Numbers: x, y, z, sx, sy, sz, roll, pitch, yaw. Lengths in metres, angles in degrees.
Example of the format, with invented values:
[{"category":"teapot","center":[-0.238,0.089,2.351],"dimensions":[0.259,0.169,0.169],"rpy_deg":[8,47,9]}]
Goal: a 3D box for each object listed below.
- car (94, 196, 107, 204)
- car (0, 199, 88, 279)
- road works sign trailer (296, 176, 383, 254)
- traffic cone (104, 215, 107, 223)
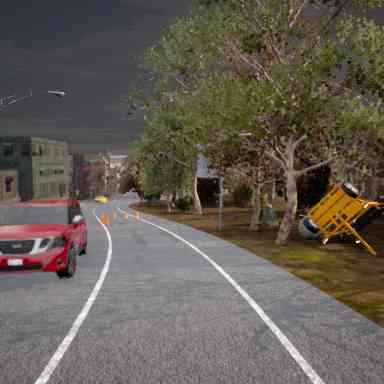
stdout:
[{"category":"car","center":[-18.522,1.613,67.257],"dimensions":[1.882,1.535,5.008],"rpy_deg":[0,0,-4]},{"category":"car","center":[-4.565,1.270,10.303],"dimensions":[2.150,2.045,5.566],"rpy_deg":[-1,0,-11]},{"category":"road works sign trailer","center":[6.680,1.194,13.368],"dimensions":[3.560,2.380,2.880],"rpy_deg":[0,46,-45]},{"category":"traffic cone","center":[-5.899,2.040,23.193],"dimensions":[0.340,0.580,0.340],"rpy_deg":[-2,0,-18]}]
